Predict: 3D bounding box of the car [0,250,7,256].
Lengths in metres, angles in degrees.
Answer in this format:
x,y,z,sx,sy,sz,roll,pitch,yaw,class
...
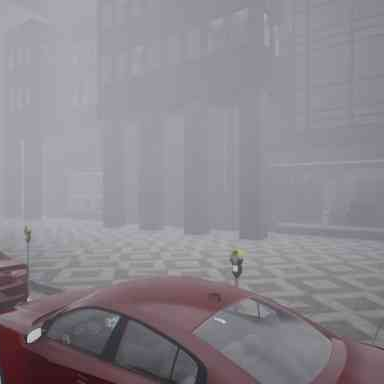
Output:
x,y,z,sx,sy,sz,roll,pitch,yaw,class
-5.002,1.545,6.540,4.507,1.381,1.887,0,0,36,car

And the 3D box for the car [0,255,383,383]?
x,y,z,sx,sy,sz,roll,pitch,yaw,class
-0.418,1.545,3.262,4.507,1.381,1.887,0,0,36,car
